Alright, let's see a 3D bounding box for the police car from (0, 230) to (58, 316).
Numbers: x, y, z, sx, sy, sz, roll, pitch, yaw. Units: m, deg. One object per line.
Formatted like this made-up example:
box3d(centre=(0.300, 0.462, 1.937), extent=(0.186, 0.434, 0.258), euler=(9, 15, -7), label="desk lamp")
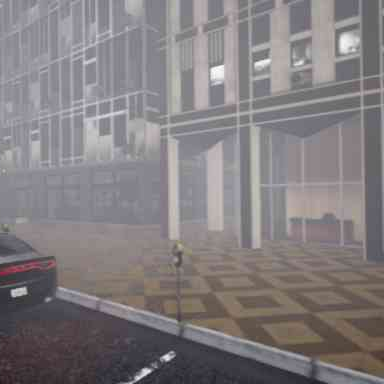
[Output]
box3d(centre=(-4.913, 1.426, 6.923), extent=(5.238, 1.638, 1.930), euler=(0, 0, 35), label="police car")
